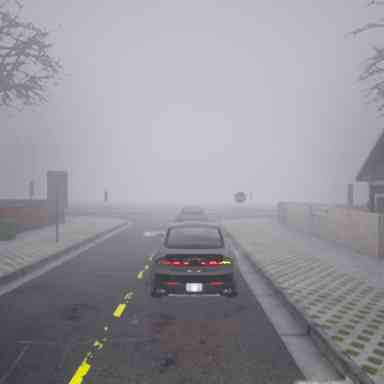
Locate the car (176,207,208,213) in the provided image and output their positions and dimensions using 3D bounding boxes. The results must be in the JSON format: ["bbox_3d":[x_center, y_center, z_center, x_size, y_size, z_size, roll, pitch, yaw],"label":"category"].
[{"bbox_3d":[0.011,1.584,19.636,1.994,1.385,4.181,0,0,0],"label":"car"}]

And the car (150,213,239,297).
[{"bbox_3d":[0.059,1.511,8.555,1.837,1.490,4.892,0,0,0],"label":"car"}]
